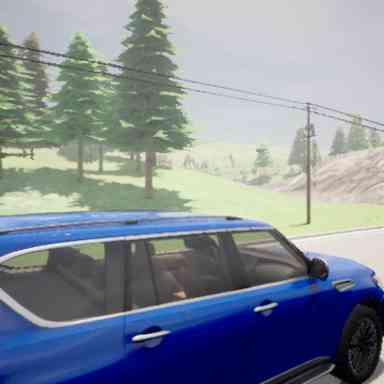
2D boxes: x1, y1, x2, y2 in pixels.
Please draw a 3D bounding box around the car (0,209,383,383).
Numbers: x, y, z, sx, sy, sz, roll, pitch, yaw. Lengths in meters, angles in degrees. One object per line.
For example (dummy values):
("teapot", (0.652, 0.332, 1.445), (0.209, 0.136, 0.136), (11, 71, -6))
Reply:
("car", (-0.032, 1.221, 3.721), (5.566, 2.045, 2.150), (0, 0, -35))
